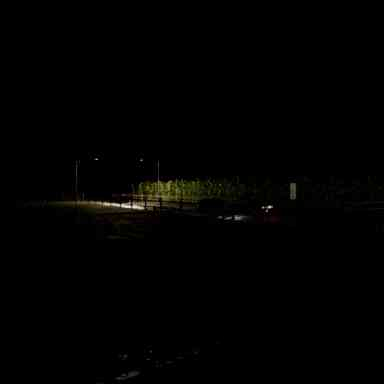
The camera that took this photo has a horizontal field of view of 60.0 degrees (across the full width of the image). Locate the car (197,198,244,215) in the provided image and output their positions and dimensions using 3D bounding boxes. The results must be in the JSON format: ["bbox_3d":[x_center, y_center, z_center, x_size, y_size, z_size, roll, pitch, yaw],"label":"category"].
[{"bbox_3d":[2.349,1.337,31.668,1.837,1.490,4.892,0,0,-33],"label":"car"}]

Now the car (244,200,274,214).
[{"bbox_3d":[5.814,1.449,33.113,1.895,1.301,4.718,0,0,-33],"label":"car"}]

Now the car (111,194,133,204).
[{"bbox_3d":[-11.642,1.165,53.431,1.812,1.442,4.674,0,0,-32],"label":"car"}]
